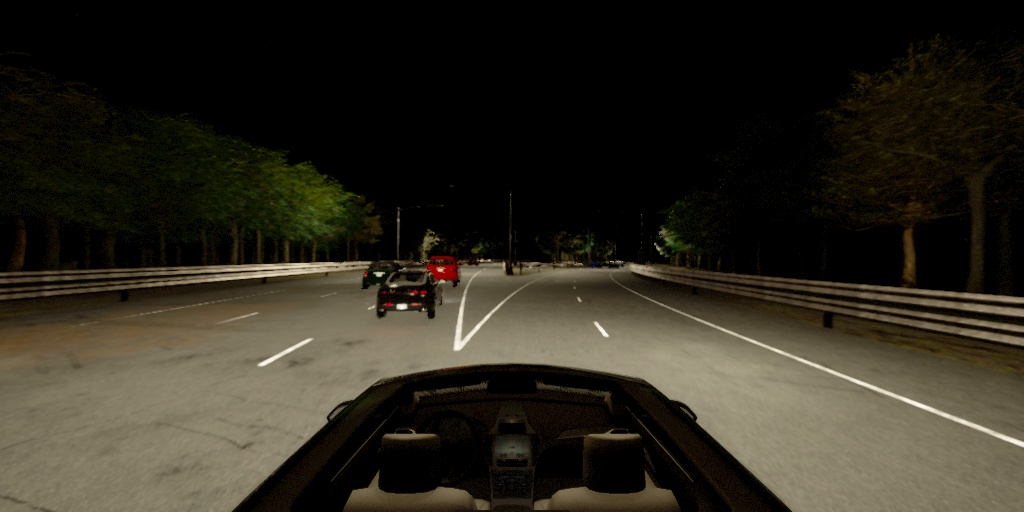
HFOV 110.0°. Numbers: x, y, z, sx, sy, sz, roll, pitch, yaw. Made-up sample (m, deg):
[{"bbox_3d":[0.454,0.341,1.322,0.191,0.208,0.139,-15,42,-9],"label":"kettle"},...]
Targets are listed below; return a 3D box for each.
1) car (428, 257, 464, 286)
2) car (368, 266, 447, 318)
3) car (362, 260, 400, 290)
[{"bbox_3d":[-4.951,1.086,26.369,2.150,2.045,5.566,1,0,-5],"label":"car"},{"bbox_3d":[-3.595,1.292,13.213,1.837,1.490,4.892,0,0,-7],"label":"car"},{"bbox_3d":[-8.078,1.166,23.380,2.097,1.767,4.553,1,0,-5],"label":"car"}]
